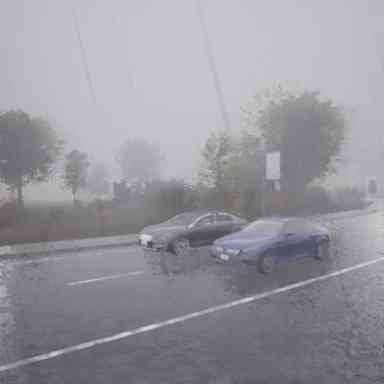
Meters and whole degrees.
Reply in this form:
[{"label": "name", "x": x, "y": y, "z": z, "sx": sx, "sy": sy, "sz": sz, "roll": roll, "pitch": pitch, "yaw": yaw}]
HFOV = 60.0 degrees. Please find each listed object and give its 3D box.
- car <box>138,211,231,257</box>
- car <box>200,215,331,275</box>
[{"label": "car", "x": 0.223, "y": 1.511, "z": 13.182, "sx": 4.902, "sy": 1.511, "sz": 2.128, "roll": 0, "pitch": 0, "yaw": -39}, {"label": "car", "x": 2.691, "y": 1.537, "z": 10.666, "sx": 4.674, "sy": 1.442, "sz": 1.812, "roll": 0, "pitch": 0, "yaw": -40}]
